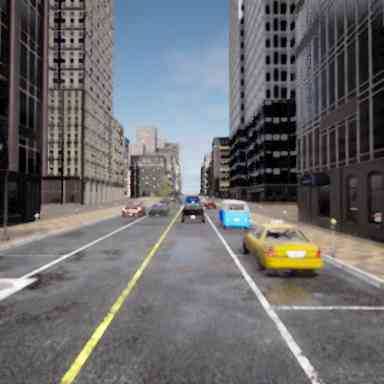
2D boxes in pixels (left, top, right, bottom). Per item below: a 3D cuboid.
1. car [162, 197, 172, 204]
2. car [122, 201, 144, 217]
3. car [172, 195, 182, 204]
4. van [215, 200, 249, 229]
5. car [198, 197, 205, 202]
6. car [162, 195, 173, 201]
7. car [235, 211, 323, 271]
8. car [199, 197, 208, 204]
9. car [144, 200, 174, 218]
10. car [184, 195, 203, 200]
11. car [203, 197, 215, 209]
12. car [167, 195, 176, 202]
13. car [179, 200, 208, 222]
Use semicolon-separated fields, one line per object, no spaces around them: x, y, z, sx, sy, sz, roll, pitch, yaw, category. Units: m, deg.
-5.715;1.928;76.503;1.887;1.381;4.507;1;0;0;car
-5.658;1.604;32.922;1.967;1.590;4.097;1;0;0;car
-3.037;1.810;72.603;1.837;1.490;4.892;0;0;0;car
2.696;1.450;21.899;1.690;1.788;3.998;1;0;0;van
2.658;2.012;92.876;1.887;1.381;4.507;1;0;0;car
-5.712;1.922;71.058;1.947;1.339;4.313;1;0;0;car
2.698;1.580;10.914;1.752;1.417;4.829;1;0;0;car
2.666;1.910;76.727;1.752;1.417;4.829;1;0;0;car
-3.113;1.760;32.110;1.895;1.301;4.718;0;0;0;car
0.077;1.450;46.051;2.150;2.045;5.566;0;0;0;car
2.678;1.830;49.784;1.802;1.307;4.206;1;0;0;car
-5.718;1.783;92.842;2.192;1.841;5.009;1;0;0;car
0.086;1.642;27.664;1.837;1.490;4.892;0;0;0;car
